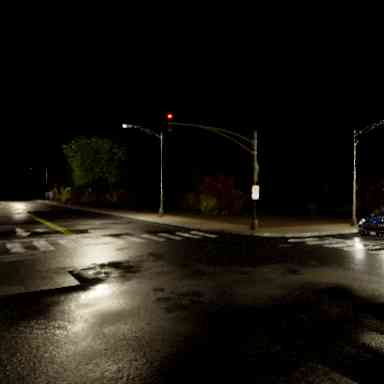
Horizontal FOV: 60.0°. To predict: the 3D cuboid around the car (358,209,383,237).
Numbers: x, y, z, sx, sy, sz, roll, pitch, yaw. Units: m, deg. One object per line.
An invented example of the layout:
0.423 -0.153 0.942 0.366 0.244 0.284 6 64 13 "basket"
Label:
11.971 1.785 19.878 4.553 1.767 2.097 2 -1 -34 "car"
